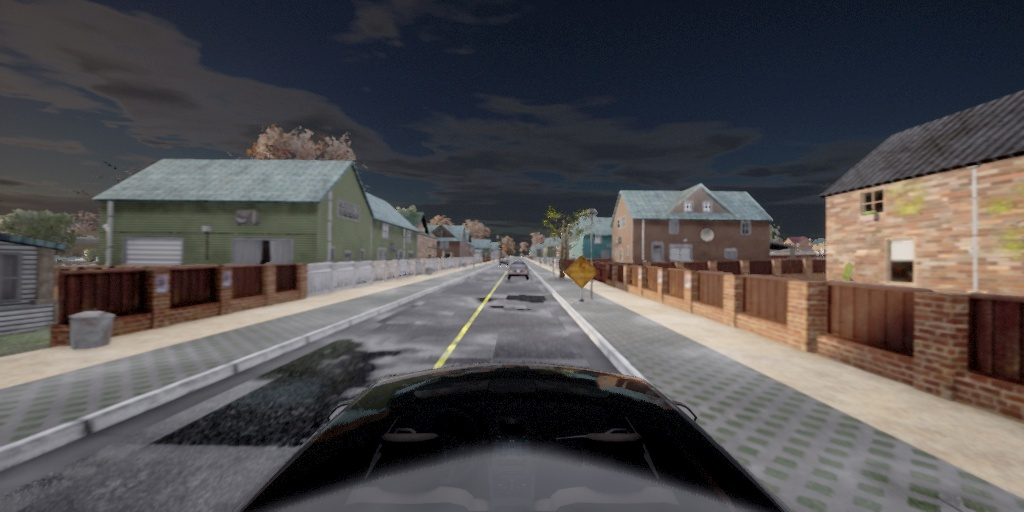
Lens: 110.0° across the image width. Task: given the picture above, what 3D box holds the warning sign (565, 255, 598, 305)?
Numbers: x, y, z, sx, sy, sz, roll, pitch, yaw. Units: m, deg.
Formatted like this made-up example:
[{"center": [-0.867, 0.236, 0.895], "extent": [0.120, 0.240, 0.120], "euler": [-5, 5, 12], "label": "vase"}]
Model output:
[{"center": [2.698, 0.894, 13.888], "extent": [1.300, 1.860, 1.060], "euler": [0, 0, 1], "label": "warning sign"}]

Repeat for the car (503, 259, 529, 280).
[{"center": [0.556, 1.285, 31.390], "extent": [2.033, 1.411, 5.357], "euler": [1, 0, 1], "label": "car"}]
